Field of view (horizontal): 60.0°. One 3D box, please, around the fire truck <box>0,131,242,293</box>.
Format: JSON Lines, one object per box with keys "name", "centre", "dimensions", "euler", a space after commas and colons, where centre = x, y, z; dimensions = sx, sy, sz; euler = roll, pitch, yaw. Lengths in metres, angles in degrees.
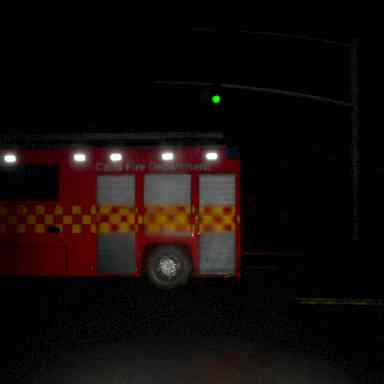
{"name": "fire truck", "centre": [-2.906, 0.461, 9.148], "dimensions": [8.468, 3.827, 2.891], "euler": [0, -1, 3]}
